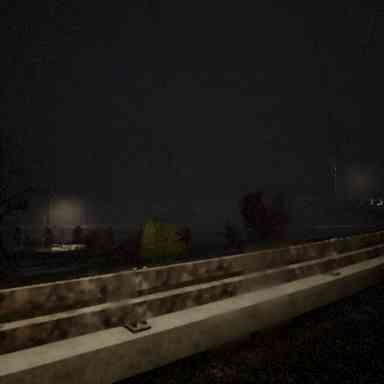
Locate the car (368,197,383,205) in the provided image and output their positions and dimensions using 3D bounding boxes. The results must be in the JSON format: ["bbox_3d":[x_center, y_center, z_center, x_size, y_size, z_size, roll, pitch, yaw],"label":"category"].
[{"bbox_3d":[44.041,2.455,78.146,1.994,1.385,4.181,0,-1,2],"label":"car"}]
